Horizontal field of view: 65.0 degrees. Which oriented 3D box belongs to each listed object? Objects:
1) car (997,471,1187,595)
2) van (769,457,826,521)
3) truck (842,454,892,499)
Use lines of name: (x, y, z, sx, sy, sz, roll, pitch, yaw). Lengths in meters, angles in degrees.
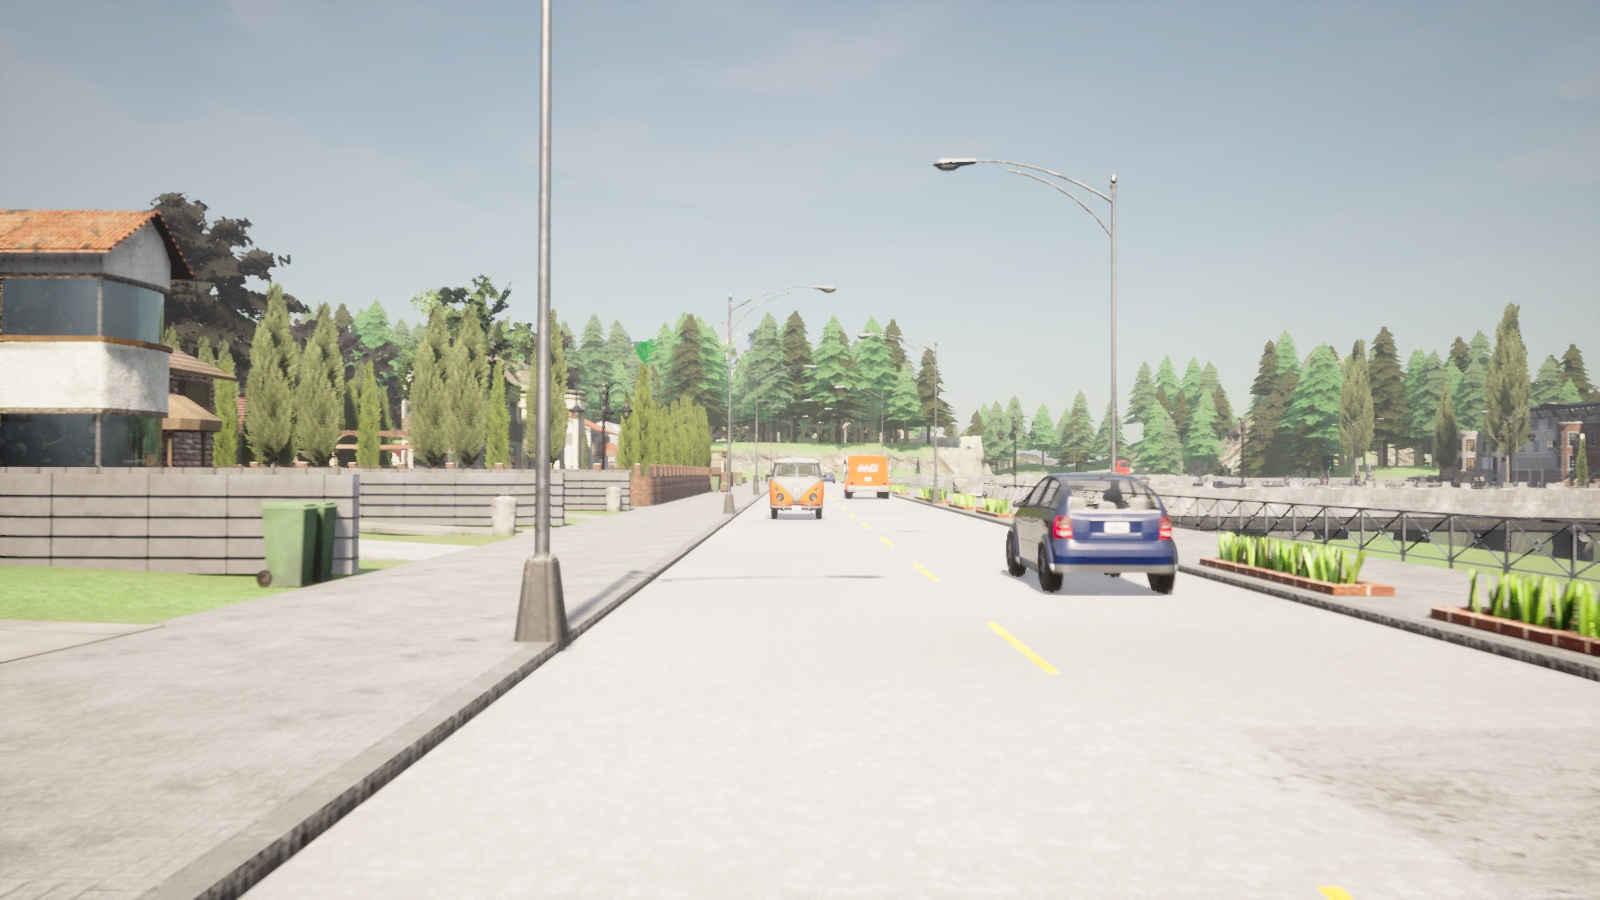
car: (3.959, 1.073, 17.636, 1.789, 1.549, 3.705, 0, -1, 0)
van: (-0.099, 1.262, 41.495, 1.775, 1.987, 4.442, 0, -1, 0)
truck: (3.826, 1.535, 73.016, 2.627, 2.467, 5.204, 0, -1, 0)
